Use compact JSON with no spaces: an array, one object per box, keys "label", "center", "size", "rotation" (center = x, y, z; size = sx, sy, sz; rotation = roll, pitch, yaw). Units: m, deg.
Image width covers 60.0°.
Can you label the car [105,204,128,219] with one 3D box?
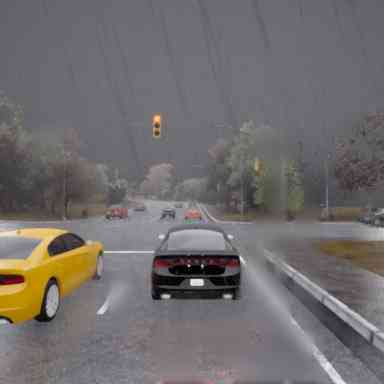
[{"label":"car","center":[-10.495,2.732,46.618],"size":[2.150,2.045,5.566],"rotation":[0,-2,0]}]

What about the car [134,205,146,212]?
[{"label":"car","center":[-10.372,3.298,67.091],"size":[2.033,1.411,5.357],"rotation":[0,0,0]}]

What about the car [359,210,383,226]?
[{"label":"car","center":[18.557,2.448,31.855],"size":[4.892,1.490,1.837],"rotation":[0,-2,-3]}]

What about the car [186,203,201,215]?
[{"label":"car","center":[0.195,2.884,47.380],"size":[2.097,1.767,4.553],"rotation":[0,-2,0]}]

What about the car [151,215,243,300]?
[{"label":"car","center":[0.101,1.566,8.615],"size":[1.882,1.535,5.008],"rotation":[0,-1,0]}]

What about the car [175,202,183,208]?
[{"label":"car","center":[-3.377,3.188,83.911],"size":[1.994,1.385,4.181],"rotation":[0,0,-1]}]

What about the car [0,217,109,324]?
[{"label":"car","center":[-3.406,1.543,7.373],"size":[1.882,1.535,5.008],"rotation":[0,-1,0]}]

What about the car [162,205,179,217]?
[{"label":"car","center":[-3.303,3.063,48.324],"size":[1.837,1.490,4.892],"rotation":[0,-1,0]}]
